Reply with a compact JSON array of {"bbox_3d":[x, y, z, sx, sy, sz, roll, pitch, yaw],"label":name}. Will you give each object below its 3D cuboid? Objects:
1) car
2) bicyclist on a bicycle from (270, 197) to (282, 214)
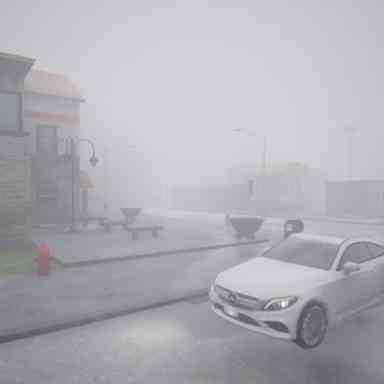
[{"bbox_3d":[2.480,1.526,6.375,4.674,1.442,1.812,0,0,-35],"label":"car"},{"bbox_3d":[8.116,1.349,32.064,1.656,1.620,0.582,0,0,-35],"label":"bicyclist on a bicycle"}]
